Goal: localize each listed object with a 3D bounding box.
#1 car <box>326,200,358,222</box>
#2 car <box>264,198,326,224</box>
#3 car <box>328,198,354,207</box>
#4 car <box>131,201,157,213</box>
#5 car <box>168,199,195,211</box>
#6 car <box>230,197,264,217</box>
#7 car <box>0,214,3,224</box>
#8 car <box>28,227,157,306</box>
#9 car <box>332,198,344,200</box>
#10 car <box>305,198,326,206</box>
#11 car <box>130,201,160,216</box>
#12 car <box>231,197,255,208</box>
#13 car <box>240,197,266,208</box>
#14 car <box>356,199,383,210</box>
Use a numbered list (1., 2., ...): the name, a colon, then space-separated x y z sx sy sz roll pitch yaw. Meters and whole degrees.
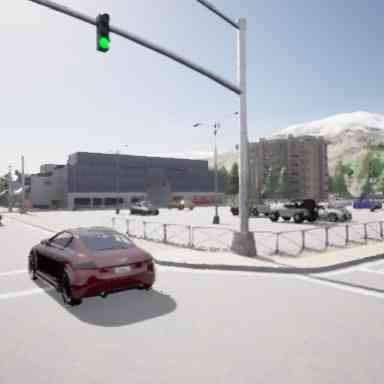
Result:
1. car: 10.960 1.662 27.228 1.970 1.475 3.806 0 -1 -36
2. car: 7.901 1.397 25.787 1.905 1.878 3.866 0 -1 -36
3. car: 27.963 1.946 62.510 1.970 1.475 3.806 0 -1 -36
4. car: -6.644 2.009 46.023 1.970 1.475 3.806 0 -1 -36
5. car: -1.624 1.921 50.034 2.152 1.636 5.027 0 -1 -36
6. car: 5.976 1.554 34.092 1.932 1.855 4.605 0 -1 -36
7. car: -17.504 2.088 28.420 1.895 1.301 4.718 0 -1 -36
8. car: -2.636 1.571 8.297 1.994 1.385 4.181 0 -1 -38
9. car: 16.506 1.712 40.786 2.007 1.523 4.514 0 -1 -36
10. car: 26.050 2.064 70.274 1.845 1.501 3.633 0 -1 -36
11. car: -5.501 1.955 38.162 2.007 1.523 4.514 0 -1 -36
12. car: 8.762 1.814 57.506 1.905 1.878 3.866 0 -1 -36
13. car: 10.880 1.835 59.538 1.932 1.855 4.605 0 -1 -36
14. car: 24.643 1.708 46.586 1.845 1.501 3.633 0 -1 -36
